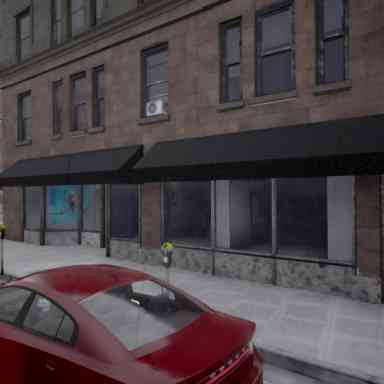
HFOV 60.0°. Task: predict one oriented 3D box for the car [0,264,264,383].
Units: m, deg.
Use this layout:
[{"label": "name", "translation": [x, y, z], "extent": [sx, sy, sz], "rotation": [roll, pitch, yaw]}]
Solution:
[{"label": "car", "translation": [-1.430, 1.545, 3.885], "extent": [4.507, 1.381, 1.887], "rotation": [0, 0, 36]}]
